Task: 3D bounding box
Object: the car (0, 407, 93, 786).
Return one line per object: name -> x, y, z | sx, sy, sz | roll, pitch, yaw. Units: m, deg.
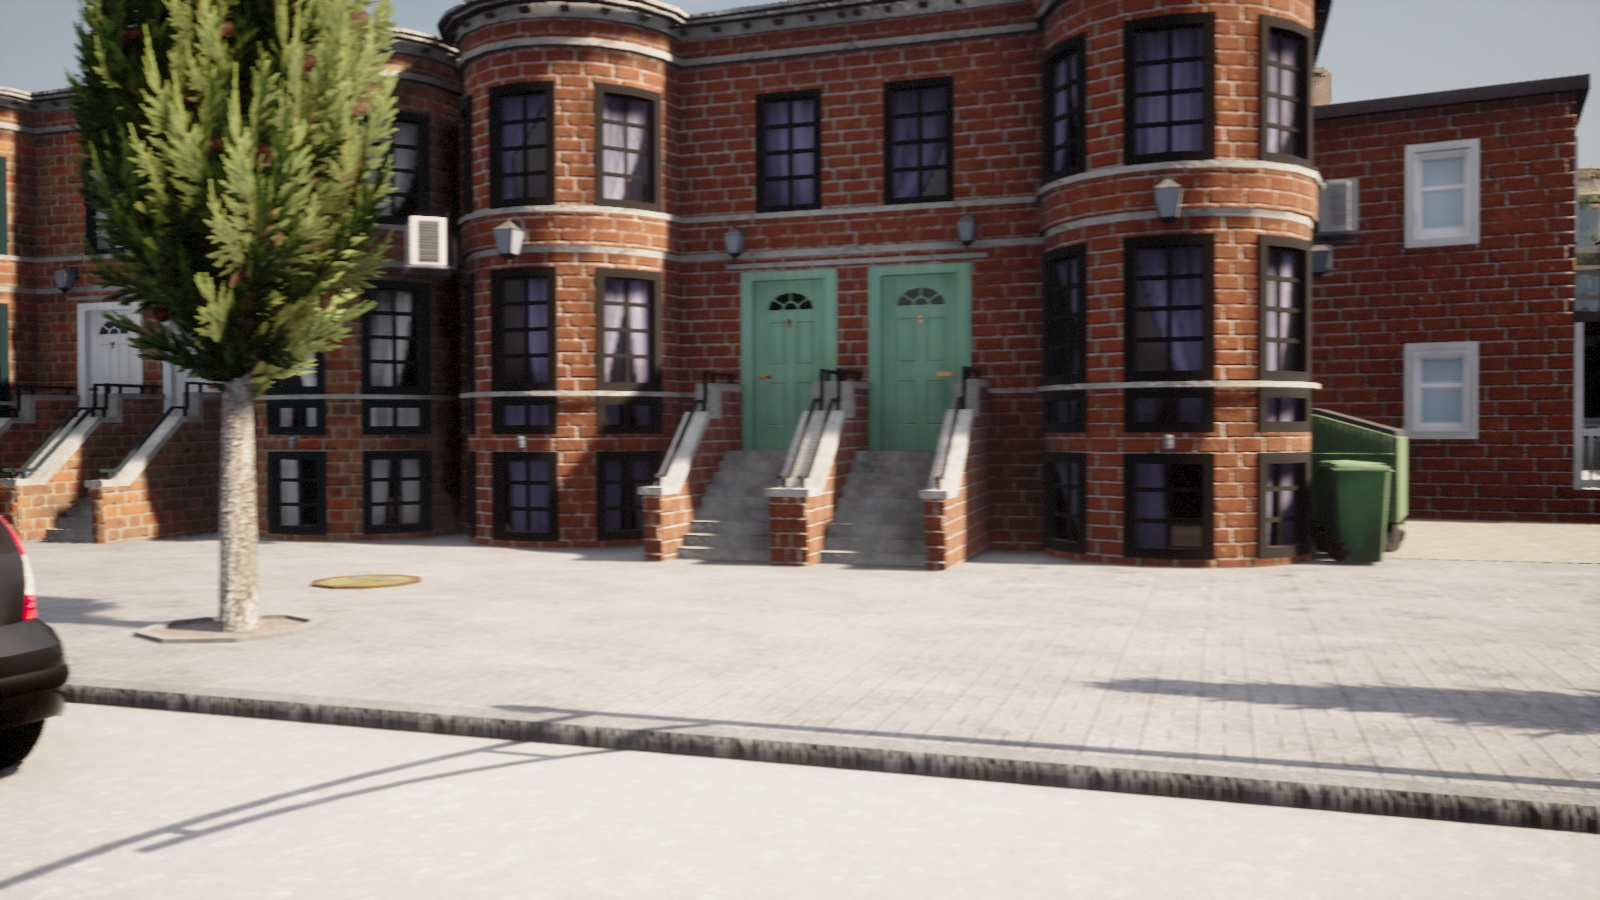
car -> -5.452, 0.615, 5.551 | 3.988, 1.617, 1.851 | 1, 1, 19
